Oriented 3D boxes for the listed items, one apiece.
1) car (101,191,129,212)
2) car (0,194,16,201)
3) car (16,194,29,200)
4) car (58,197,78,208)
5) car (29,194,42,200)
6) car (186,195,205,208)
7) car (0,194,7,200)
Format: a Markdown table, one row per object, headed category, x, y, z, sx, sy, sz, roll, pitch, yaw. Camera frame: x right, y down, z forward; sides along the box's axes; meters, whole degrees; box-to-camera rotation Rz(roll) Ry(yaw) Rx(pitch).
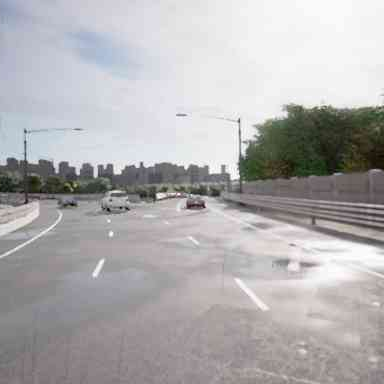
| category | x | y | z | sx | sy | sz | roll | pitch | yaw |
| --- | --- | --- | --- | --- | --- | --- | --- | --- | --- |
| car | -8.035 | 0.927 | 34.616 | 2.150 | 2.045 | 5.566 | -1 | 1 | -23 |
| car | -41.489 | 1.373 | 73.221 | 4.892 | 1.490 | 1.837 | -1 | 1 | 36 |
| car | -40.349 | 1.164 | 76.766 | 4.553 | 1.767 | 2.097 | -1 | 1 | 36 |
| car | -16.272 | 1.304 | 43.458 | 2.033 | 1.411 | 5.357 | -2 | 1 | -30 |
| car | -37.702 | 1.217 | 79.137 | 4.892 | 1.490 | 1.837 | -1 | 1 | 36 |
| car | 0.380 | 1.057 | 37.377 | 1.994 | 1.385 | 4.181 | -1 | 1 | -2 |
| car | -47.883 | 1.281 | 82.155 | 4.181 | 1.385 | 1.994 | -1 | 1 | 31 |
